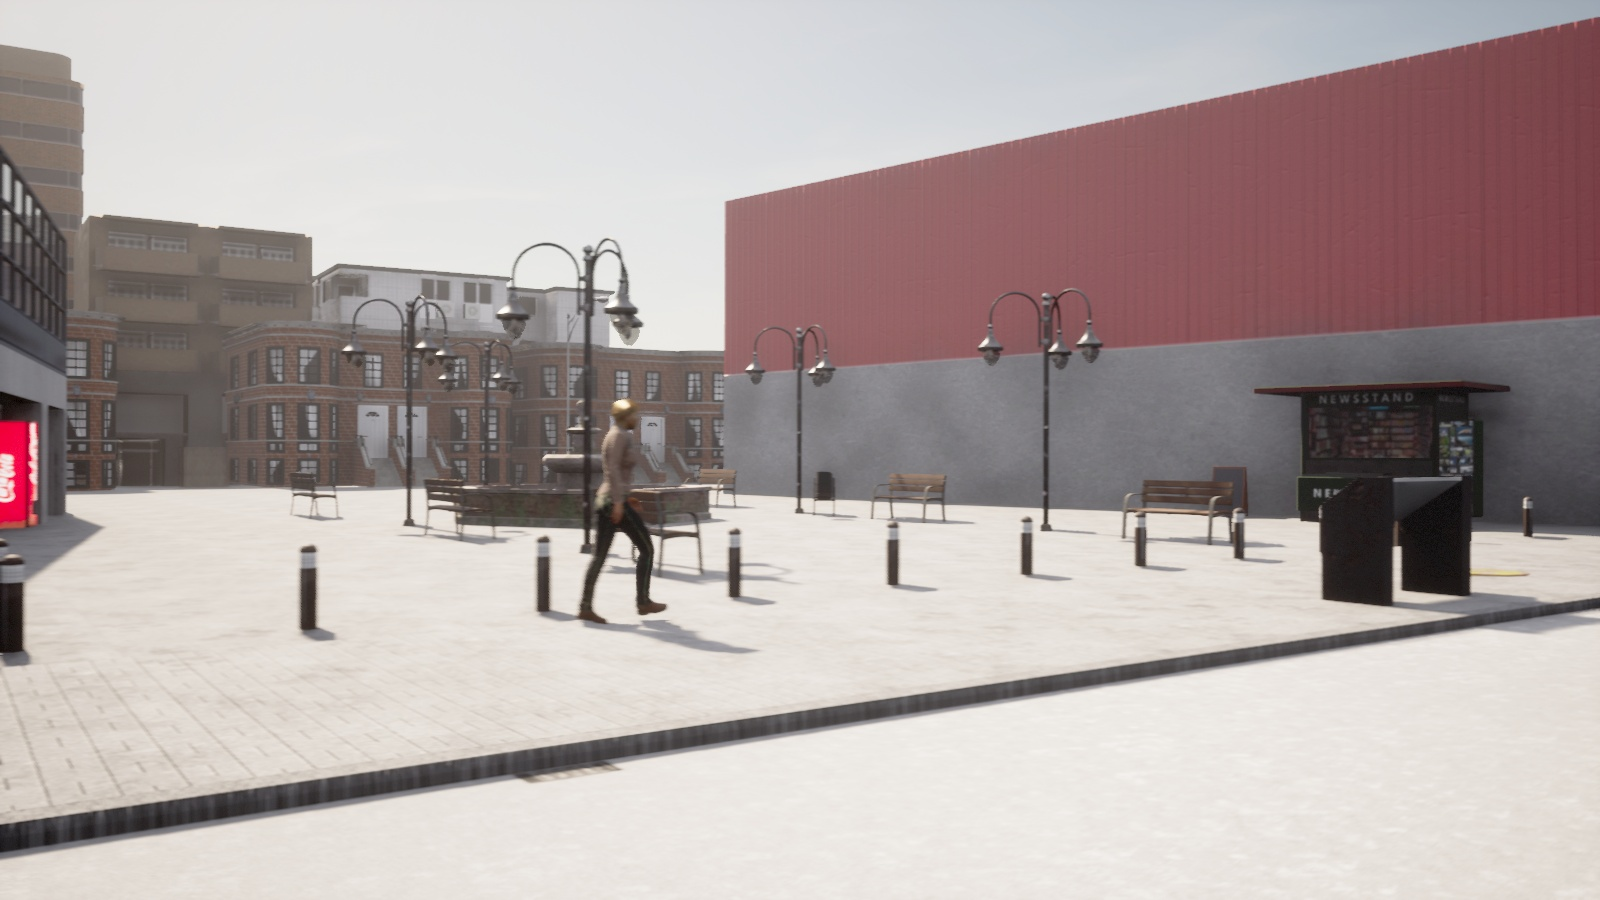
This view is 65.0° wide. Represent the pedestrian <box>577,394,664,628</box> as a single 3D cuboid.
[{"bbox_3d":[-1.459,0.481,10.186,0.634,1.846,0.331,0,0,-22],"label":"pedestrian"}]
